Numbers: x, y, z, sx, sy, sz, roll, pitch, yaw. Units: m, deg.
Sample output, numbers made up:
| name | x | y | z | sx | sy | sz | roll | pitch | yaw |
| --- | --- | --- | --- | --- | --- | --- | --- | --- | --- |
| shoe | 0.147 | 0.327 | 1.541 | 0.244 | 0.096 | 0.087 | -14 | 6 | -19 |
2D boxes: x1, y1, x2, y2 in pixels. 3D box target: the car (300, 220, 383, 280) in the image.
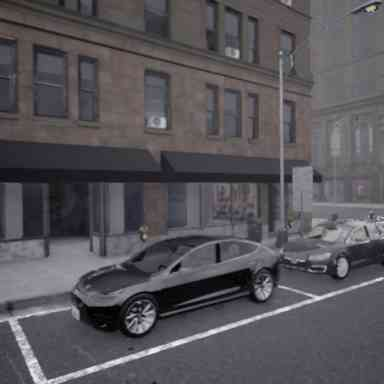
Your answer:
| name | x | y | z | sx | sy | sz | roll | pitch | yaw |
| --- | --- | --- | --- | --- | --- | --- | --- | --- | --- |
| car | 4.394 | 1.545 | 9.794 | 4.403 | 1.369 | 2.008 | 0 | -1 | -35 |

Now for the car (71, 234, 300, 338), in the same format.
| name | x | y | z | sx | sy | sz | roll | pitch | yaw |
| --- | --- | --- | --- | --- | --- | --- | --- | --- | --- |
| car | -0.088 | 1.563 | 6.597 | 4.313 | 1.339 | 1.947 | 0 | -1 | -35 |
